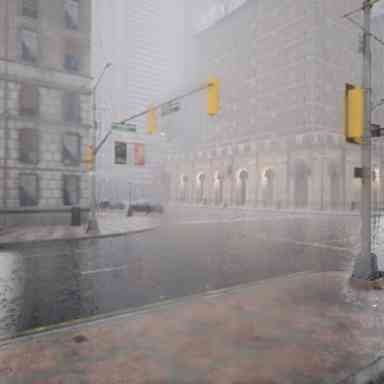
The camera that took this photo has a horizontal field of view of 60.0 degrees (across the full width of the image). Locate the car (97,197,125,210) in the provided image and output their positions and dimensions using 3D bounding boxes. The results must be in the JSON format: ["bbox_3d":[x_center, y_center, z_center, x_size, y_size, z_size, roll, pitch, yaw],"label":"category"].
[{"bbox_3d":[-10.897,1.494,45.702,2.097,1.767,4.553,1,0,-35],"label":"car"}]

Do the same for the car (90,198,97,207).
[{"bbox_3d":[-16.887,1.621,54.230,1.882,1.535,5.008,1,0,-35],"label":"car"}]

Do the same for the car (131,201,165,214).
[{"bbox_3d":[-4.988,1.743,37.428,1.895,1.301,4.718,1,0,-36],"label":"car"}]
